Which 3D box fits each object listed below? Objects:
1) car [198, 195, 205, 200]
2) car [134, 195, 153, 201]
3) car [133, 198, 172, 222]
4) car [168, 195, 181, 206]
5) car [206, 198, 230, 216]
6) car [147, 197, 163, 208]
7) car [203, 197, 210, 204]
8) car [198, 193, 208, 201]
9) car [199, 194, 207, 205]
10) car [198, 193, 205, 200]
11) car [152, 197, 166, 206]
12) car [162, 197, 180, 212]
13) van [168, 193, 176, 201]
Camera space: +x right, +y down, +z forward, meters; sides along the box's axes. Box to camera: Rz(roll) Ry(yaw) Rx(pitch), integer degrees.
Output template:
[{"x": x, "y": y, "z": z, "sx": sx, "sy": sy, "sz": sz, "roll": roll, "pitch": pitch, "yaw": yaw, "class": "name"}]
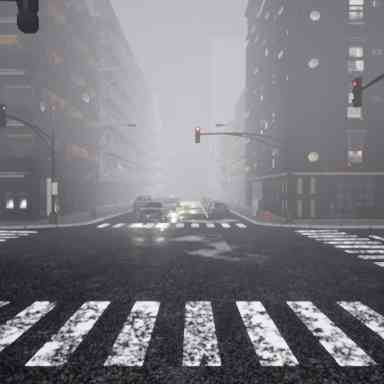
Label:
[{"x": 2.665, "y": 1.524, "z": 92.370, "sx": 1.802, "sy": 1.307, "sz": 4.206, "roll": -1, "pitch": 0, "yaw": 0, "class": "car"}, {"x": -5.284, "y": 1.297, "z": 37.046, "sx": 2.192, "sy": 1.841, "sz": 5.009, "roll": -1, "pitch": 0, "yaw": 0, "class": "car"}, {"x": -2.966, "y": 1.493, "z": 26.027, "sx": 1.837, "sy": 1.490, "sz": 4.892, "roll": 0, "pitch": 0, "yaw": 4, "class": "car"}, {"x": -2.716, "y": 1.522, "z": 50.656, "sx": 2.033, "sy": 1.411, "sz": 5.357, "roll": 0, "pitch": 0, "yaw": 1, "class": "car"}, {"x": 2.592, "y": 1.567, "z": 31.439, "sx": 1.802, "sy": 1.307, "sz": 4.206, "roll": -1, "pitch": 0, "yaw": 0, "class": "car"}, {"x": -5.269, "y": 1.501, "z": 47.951, "sx": 1.752, "sy": 1.417, "sz": 4.829, "roll": -1, "pitch": 0, "yaw": 0, "class": "car"}, {"x": 2.599, "y": 1.533, "z": 36.977, "sx": 2.008, "sy": 1.369, "sz": 4.403, "roll": -1, "pitch": 0, "yaw": 0, "class": "car"}, {"x": 2.648, "y": 1.267, "z": 81.292, "sx": 2.192, "sy": 1.841, "sz": 5.009, "roll": -1, "pitch": 0, "yaw": 0, "class": "car"}, {"x": 2.625, "y": 1.514, "z": 59.135, "sx": 1.887, "sy": 1.381, "sz": 4.507, "roll": -1, "pitch": 0, "yaw": 0, "class": "car"}, {"x": 2.645, "y": 1.539, "z": 75.752, "sx": 1.802, "sy": 1.307, "sz": 4.206, "roll": -1, "pitch": 0, "yaw": 0, "class": "car"}, {"x": -5.261, "y": 1.554, "z": 53.658, "sx": 1.802, "sy": 1.307, "sz": 4.206, "roll": -1, "pitch": 0, "yaw": 0, "class": "car"}, {"x": -2.795, "y": 1.582, "z": 38.898, "sx": 1.895, "sy": 1.301, "sz": 4.718, "roll": 0, "pitch": 0, "yaw": 0, "class": "car"}, {"x": -5.225, "y": 1.289, "z": 86.881, "sx": 1.690, "sy": 1.788, "sz": 3.998, "roll": -1, "pitch": 0, "yaw": 0, "class": "van"}]
